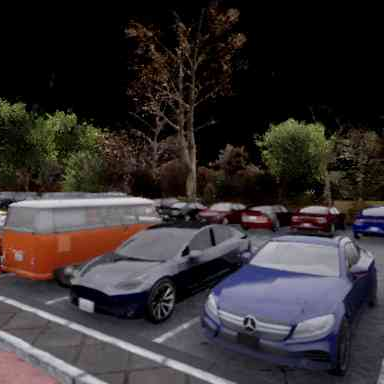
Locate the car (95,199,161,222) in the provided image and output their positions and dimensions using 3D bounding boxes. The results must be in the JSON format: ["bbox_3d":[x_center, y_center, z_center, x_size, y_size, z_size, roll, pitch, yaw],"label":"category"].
[{"bbox_3d":[-4.833,1.334,25.910,2.097,1.535,5.008,0,0,35],"label":"car"}]

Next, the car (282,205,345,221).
[{"bbox_3d":[6.823,1.407,17.727,2.097,1.535,5.008,0,0,35],"label":"car"}]

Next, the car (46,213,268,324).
[{"bbox_3d":[-0.343,1.439,7.372,2.163,1.488,4.792,0,0,35],"label":"car"}]

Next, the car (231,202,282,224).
[{"bbox_3d":[4.530,1.422,19.376,2.163,1.488,4.792,0,0,35],"label":"car"}]

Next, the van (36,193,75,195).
[{"bbox_3d":[-11.602,1.065,30.795,1.878,1.987,4.442,0,0,35],"label":"van"}]

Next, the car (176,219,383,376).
[{"bbox_3d":[1.989,1.464,5.776,2.002,1.452,4.674,0,0,35],"label":"car"}]

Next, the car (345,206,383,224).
[{"bbox_3d":[9.135,1.422,16.106,2.097,1.535,5.008,0,0,35],"label":"car"}]

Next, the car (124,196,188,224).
[{"bbox_3d":[-2.506,1.223,24.310,2.185,1.767,4.553,0,0,35],"label":"car"}]

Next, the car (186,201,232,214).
[{"bbox_3d":[2.102,1.377,21.048,2.097,1.535,5.008,0,0,35],"label":"car"}]

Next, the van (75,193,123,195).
[{"bbox_3d":[-6.977,1.094,27.548,1.878,1.987,4.442,0,0,35],"label":"van"}]

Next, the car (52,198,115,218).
[{"bbox_3d":[-9.354,1.306,29.082,2.231,1.521,4.892,0,0,35],"label":"car"}]

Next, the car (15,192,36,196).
[{"bbox_3d":[-14.101,1.150,32.365,2.185,1.767,4.553,0,0,35],"label":"car"}]

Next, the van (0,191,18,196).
[{"bbox_3d":[-18.673,1.021,35.466,1.878,1.987,4.442,0,0,35],"label":"van"}]

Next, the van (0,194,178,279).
[{"bbox_3d":[-2.572,1.169,9.112,1.878,1.987,4.442,0,0,35],"label":"van"}]

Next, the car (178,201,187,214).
[{"bbox_3d":[-0.215,1.363,22.661,2.097,1.535,5.008,0,0,35],"label":"car"}]
